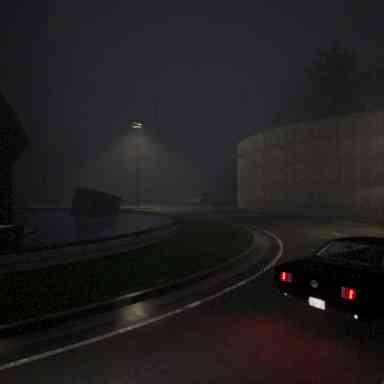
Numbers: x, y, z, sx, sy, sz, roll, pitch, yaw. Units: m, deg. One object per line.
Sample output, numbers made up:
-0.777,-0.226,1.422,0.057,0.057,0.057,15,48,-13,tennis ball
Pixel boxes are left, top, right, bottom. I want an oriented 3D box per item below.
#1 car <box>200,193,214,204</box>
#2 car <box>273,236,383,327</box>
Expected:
2.868,1.221,62.927,2.150,2.045,5.566,0,0,12,car
3.969,1.601,6.898,4.718,1.301,1.895,0,0,-34,car
